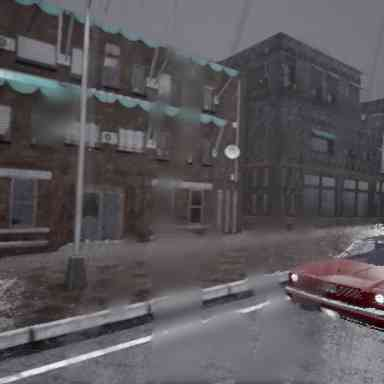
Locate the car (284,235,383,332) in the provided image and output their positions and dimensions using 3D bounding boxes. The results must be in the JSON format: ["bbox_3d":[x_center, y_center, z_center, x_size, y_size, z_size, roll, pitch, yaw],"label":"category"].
[{"bbox_3d":[3.972,1.588,6.526,4.718,1.301,1.895,0,0,-36],"label":"car"}]
